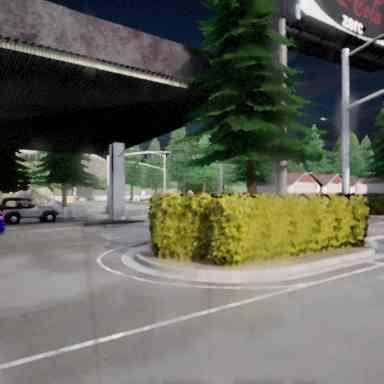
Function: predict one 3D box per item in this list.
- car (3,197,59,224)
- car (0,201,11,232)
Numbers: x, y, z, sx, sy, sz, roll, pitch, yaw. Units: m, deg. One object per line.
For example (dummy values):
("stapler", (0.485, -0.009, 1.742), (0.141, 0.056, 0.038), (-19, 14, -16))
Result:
("car", (-11.693, 1.306, 23.672), (3.866, 1.878, 1.905), (0, 0, -36))
("car", (-11.899, 1.481, 16.543), (4.611, 1.667, 2.242), (0, 0, -36))
